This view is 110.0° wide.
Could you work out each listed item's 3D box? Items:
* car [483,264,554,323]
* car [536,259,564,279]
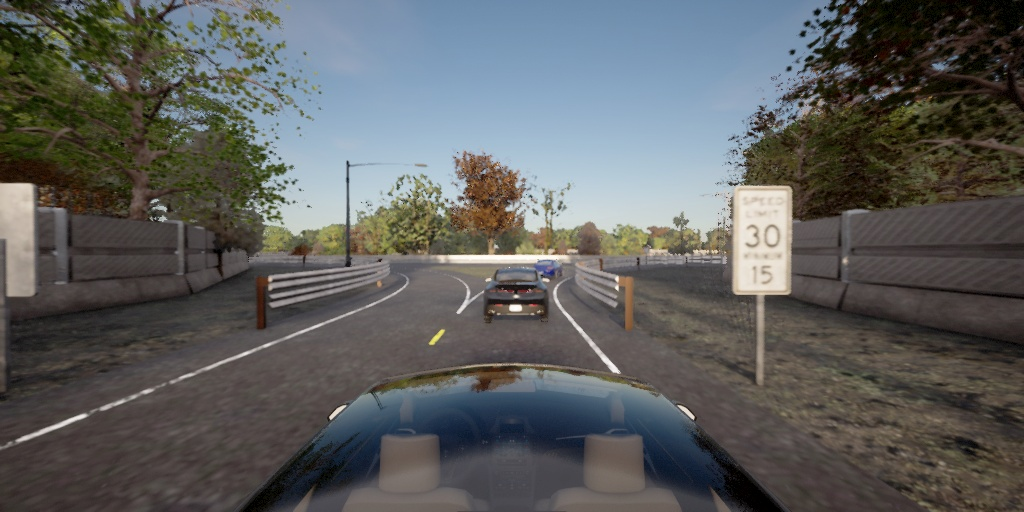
[{"bbox_3d":[0.162,1.119,11.580,1.837,1.490,4.892,0,-1,2],"label":"car"},{"bbox_3d":[2.717,0.939,27.088,1.812,1.442,4.674,0,1,17],"label":"car"}]
